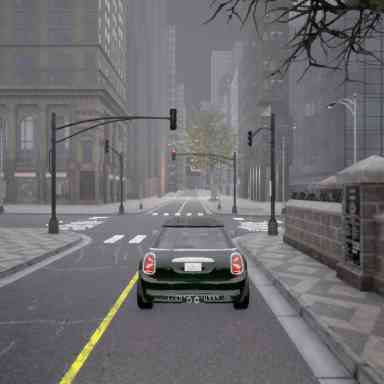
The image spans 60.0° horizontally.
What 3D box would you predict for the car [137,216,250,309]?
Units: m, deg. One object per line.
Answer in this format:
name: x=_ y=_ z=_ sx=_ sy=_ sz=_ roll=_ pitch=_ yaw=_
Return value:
car: x=0.034 y=1.352 z=8.041 sx=2.097 sy=1.767 sz=4.553 roll=0 pitch=0 yaw=0
